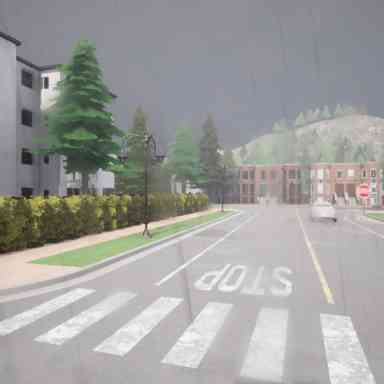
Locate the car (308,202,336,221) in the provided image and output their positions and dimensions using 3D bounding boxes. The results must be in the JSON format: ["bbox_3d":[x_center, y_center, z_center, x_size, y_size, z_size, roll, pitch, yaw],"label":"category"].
[{"bbox_3d":[10.376,1.524,26.665,1.812,1.442,4.674,0,0,17],"label":"car"}]
